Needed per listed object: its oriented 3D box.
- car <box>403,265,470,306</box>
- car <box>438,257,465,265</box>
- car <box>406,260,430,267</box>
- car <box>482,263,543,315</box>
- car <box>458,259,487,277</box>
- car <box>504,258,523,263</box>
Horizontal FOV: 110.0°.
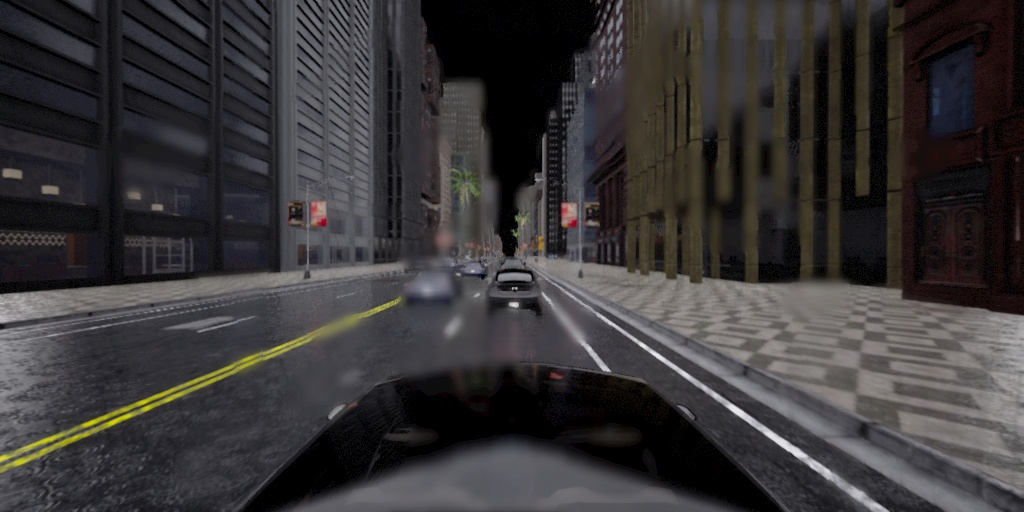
[{"bbox_3d":[-3.153,1.250,15.325,1.994,1.385,4.181,0,0,0],"label":"car"},{"bbox_3d":[-6.584,0.934,37.745,2.097,1.767,4.553,0,0,0],"label":"car"},{"bbox_3d":[-9.834,1.145,37.947,1.994,1.385,4.181,0,0,0],"label":"car"},{"bbox_3d":[0.093,1.203,13.245,1.837,1.490,4.892,0,1,0],"label":"car"},{"bbox_3d":[-3.148,1.178,30.817,1.994,1.385,4.181,0,0,0],"label":"car"},{"bbox_3d":[0.101,0.970,29.986,2.097,1.767,4.553,0,0,0],"label":"car"}]
